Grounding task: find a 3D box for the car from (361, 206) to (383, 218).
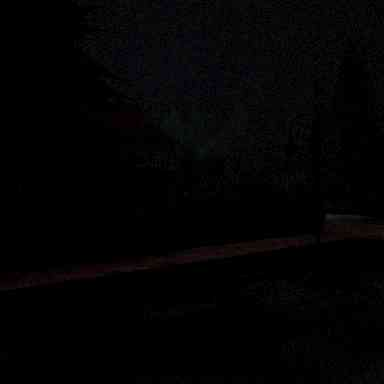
[{"bbox_3d":[15.662,1.438,25.483,1.895,1.301,4.718,0,0,-36],"label":"car"}]
